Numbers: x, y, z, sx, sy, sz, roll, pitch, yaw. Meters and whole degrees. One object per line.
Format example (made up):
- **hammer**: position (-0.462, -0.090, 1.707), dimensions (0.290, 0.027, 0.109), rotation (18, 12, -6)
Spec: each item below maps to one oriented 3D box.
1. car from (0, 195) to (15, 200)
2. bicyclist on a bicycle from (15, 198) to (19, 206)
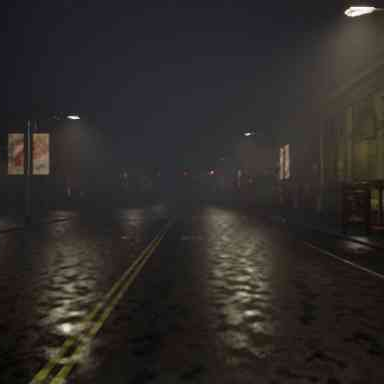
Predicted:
- **car**: position (-46.045, 2.087, 80.587), dimensions (4.674, 1.452, 2.002), rotation (0, -1, 0)
- **bicyclist on a bicycle**: position (-34.242, 1.920, 65.069), dimensions (0.582, 1.620, 1.656), rotation (0, 0, 0)
